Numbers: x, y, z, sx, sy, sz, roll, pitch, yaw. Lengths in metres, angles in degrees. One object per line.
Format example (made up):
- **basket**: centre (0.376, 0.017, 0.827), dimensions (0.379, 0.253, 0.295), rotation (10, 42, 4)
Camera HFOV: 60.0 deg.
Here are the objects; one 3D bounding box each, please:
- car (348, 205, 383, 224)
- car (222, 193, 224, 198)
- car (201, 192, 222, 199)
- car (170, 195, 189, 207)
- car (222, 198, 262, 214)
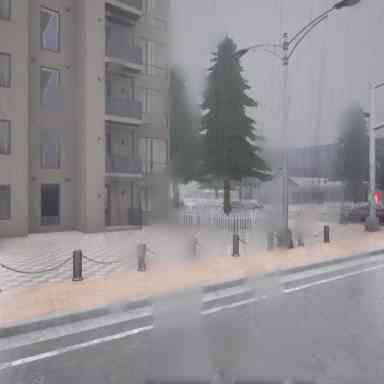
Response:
- **car**: centre (12.922, 1.579, 22.637), dimensions (1.994, 1.385, 4.181), rotation (0, 0, -34)
- **car**: centre (7.498, 1.092, 94.724), dimensions (1.905, 1.878, 3.866), rotation (0, 0, -37)
- **car**: centre (5.411, 1.113, 92.661), dimensions (1.932, 1.855, 4.605), rotation (0, 0, -37)
- **car**: centre (-3.246, 1.563, 50.381), dimensions (2.033, 1.411, 5.357), rotation (0, 0, -37)
- **car**: centre (5.013, 1.579, 33.370), dimensions (1.994, 1.385, 4.181), rotation (0, 0, -37)
